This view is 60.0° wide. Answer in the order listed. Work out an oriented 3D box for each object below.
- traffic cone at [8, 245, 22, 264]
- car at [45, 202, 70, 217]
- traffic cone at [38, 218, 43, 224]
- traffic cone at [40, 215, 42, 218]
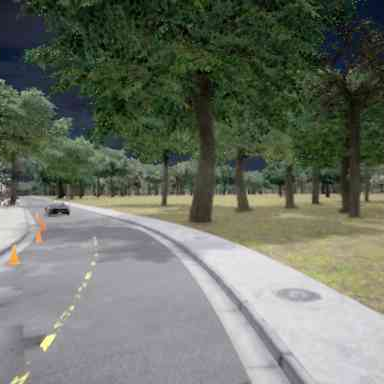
[{"bbox_3d":[-5.668,1.975,10.609,0.340,0.580,0.340,0,0,-13],"label":"traffic cone"},{"bbox_3d":[-13.018,1.623,32.115,1.895,1.301,4.718,0,0,-28],"label":"car"},{"bbox_3d":[-8.728,1.974,19.621,0.340,0.580,0.340,0,0,-24],"label":"traffic cone"},{"bbox_3d":[-10.894,1.978,23.967,0.340,0.580,0.340,0,0,-27],"label":"traffic cone"}]
